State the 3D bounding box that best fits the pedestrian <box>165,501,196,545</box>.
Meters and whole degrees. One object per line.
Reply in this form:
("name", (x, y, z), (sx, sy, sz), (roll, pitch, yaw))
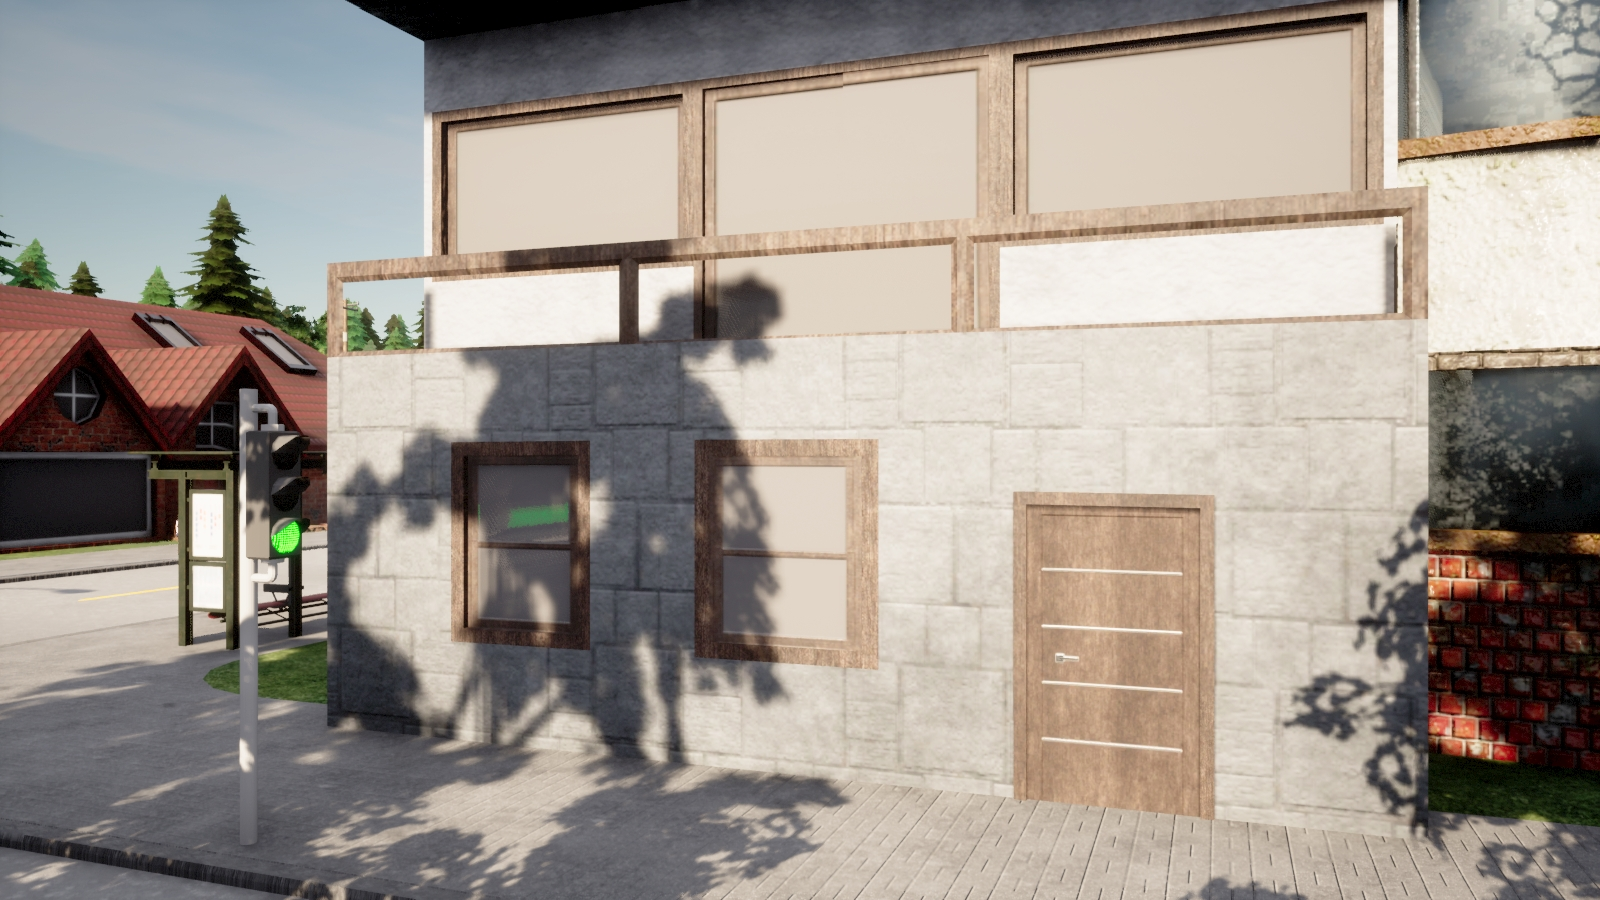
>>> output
("pedestrian", (-16.160, 1.905, 29.816), (0.500, 1.100, 0.500), (0, 0, 19))
